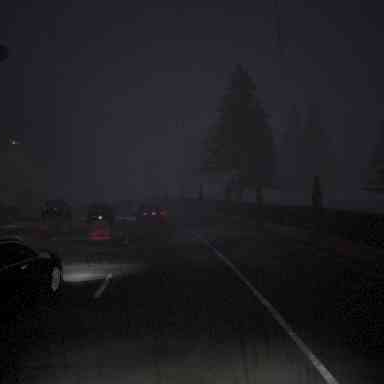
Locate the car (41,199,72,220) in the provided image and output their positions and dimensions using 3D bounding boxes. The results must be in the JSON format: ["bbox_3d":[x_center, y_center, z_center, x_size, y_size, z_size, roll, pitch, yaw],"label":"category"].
[{"bbox_3d":[-11.410,1.363,28.322,2.097,1.767,4.553,0,0,-16],"label":"car"}]

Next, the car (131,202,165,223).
[{"bbox_3d":[-3.257,1.540,25.316,2.033,1.411,5.357,0,0,-14],"label":"car"}]

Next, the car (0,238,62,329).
[{"bbox_3d":[-3.767,1.511,5.650,1.837,1.490,4.892,0,0,-3],"label":"car"}]

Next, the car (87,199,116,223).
[{"bbox_3d":[-6.926,1.506,25.334,1.837,1.490,4.892,0,0,-14],"label":"car"}]

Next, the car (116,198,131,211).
[{"bbox_3d":[-8.790,1.474,41.631,1.882,1.535,5.008,0,0,-22],"label":"car"}]
